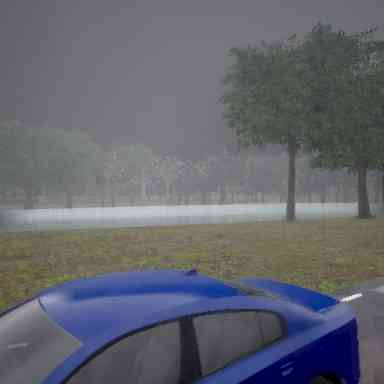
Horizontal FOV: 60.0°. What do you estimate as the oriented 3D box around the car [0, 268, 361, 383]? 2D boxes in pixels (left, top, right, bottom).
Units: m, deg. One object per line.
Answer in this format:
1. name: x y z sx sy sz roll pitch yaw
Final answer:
1. car: -0.674 1.477 2.595 5.008 1.535 1.882 0 0 -36
